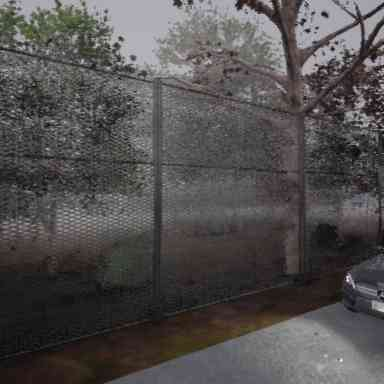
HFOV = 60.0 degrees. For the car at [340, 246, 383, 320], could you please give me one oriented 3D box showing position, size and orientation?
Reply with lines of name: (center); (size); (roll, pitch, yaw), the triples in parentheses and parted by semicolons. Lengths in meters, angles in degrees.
car: (4.837, 1.524, 6.509); (4.674, 1.442, 1.812); (0, 0, -35)
